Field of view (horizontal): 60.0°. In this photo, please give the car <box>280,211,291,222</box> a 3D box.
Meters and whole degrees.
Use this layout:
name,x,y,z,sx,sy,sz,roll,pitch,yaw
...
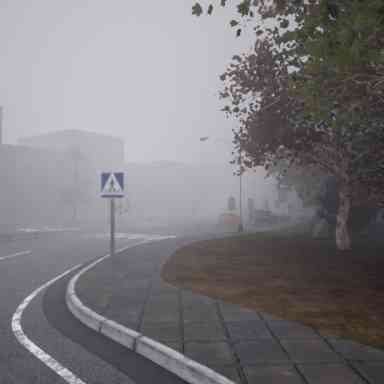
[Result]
name,x,y,z,sx,sy,sz,roll,pitch,yaw
car,15.178,4.418,56.542,1.895,1.301,4.718,0,-2,26

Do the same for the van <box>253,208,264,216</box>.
name,x,y,z,sx,sy,sz,roll,pitch,yaw
van,17.328,5.078,86.453,1.878,1.987,4.442,0,-2,27

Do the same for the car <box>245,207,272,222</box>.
name,x,y,z,sx,sy,sz,roll,pitch,yaw
car,11.028,3.927,55.233,2.150,2.045,5.566,0,-2,27

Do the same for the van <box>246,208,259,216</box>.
name,x,y,z,sx,sy,sz,roll,pitch,yaw
van,14.841,4.882,81.498,1.878,1.987,4.442,0,-2,27

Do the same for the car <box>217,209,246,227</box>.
name,x,y,z,sx,sy,sz,roll,pitch,yaw
car,4.970,3.485,42.985,2.097,1.767,4.553,0,-3,26

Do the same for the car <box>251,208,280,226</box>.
name,x,y,z,sx,sy,sz,roll,pitch,yaw
car,10.448,3.641,46.975,2.150,2.045,5.566,0,-2,26
